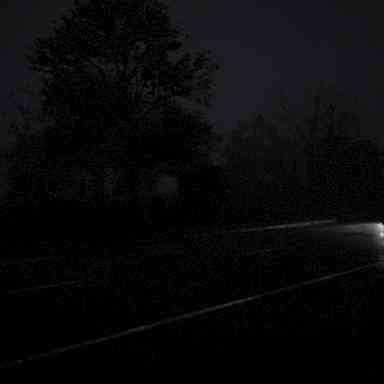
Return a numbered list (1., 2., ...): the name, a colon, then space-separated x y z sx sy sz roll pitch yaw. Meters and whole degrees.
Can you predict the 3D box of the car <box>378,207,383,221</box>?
1. car: 14.848 1.261 23.188 4.902 1.511 2.128 -1 1 -35
